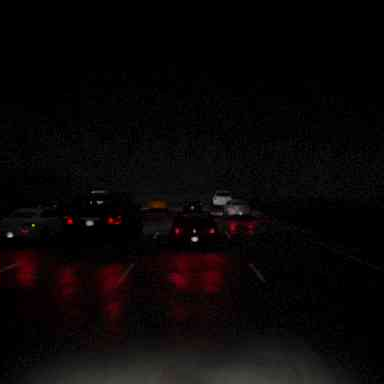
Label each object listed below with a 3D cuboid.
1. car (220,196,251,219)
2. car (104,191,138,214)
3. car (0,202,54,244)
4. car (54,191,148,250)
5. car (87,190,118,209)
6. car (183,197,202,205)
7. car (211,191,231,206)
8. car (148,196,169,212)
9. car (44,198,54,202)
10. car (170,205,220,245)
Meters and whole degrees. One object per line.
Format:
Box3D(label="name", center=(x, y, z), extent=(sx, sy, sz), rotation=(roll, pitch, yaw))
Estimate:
Box3D(label="car", center=(3.501, 1.283, 26.276), extent=(1.812, 1.442, 4.674), rotation=(0, 1, 0))
Box3D(label="car", center=(-6.934, 0.918, 33.274), extent=(2.150, 2.045, 5.566), rotation=(0, 1, 1))
Box3D(label="car", center=(-6.904, 1.387, 14.935), extent=(1.812, 1.442, 4.674), rotation=(0, 1, 0))
Box3D(label="car", center=(-3.400, 1.096, 13.741), extent=(2.150, 2.045, 5.566), rotation=(0, 1, 0))
Box3D(label="car", center=(-10.466, 0.859, 39.534), extent=(2.150, 2.045, 5.566), rotation=(0, 1, 0))
Box3D(label="car", center=(0.061, 1.222, 32.974), extent=(1.812, 1.442, 4.674), rotation=(0, 1, 0))
Box3D(label="car", center=(3.537, 0.856, 39.854), extent=(2.150, 2.045, 5.566), rotation=(0, 1, 1))
Box3D(label="car", center=(-3.427, 1.160, 34.454), extent=(1.882, 1.535, 5.008), rotation=(0, 1, 0))
Box3D(label="car", center=(-10.494, 1.249, 26.356), extent=(2.128, 1.511, 4.902), rotation=(0, 1, 0))
Box3D(label="car", center=(0.101, 1.465, 14.633), extent=(1.895, 1.301, 4.718), rotation=(0, 1, 0))
